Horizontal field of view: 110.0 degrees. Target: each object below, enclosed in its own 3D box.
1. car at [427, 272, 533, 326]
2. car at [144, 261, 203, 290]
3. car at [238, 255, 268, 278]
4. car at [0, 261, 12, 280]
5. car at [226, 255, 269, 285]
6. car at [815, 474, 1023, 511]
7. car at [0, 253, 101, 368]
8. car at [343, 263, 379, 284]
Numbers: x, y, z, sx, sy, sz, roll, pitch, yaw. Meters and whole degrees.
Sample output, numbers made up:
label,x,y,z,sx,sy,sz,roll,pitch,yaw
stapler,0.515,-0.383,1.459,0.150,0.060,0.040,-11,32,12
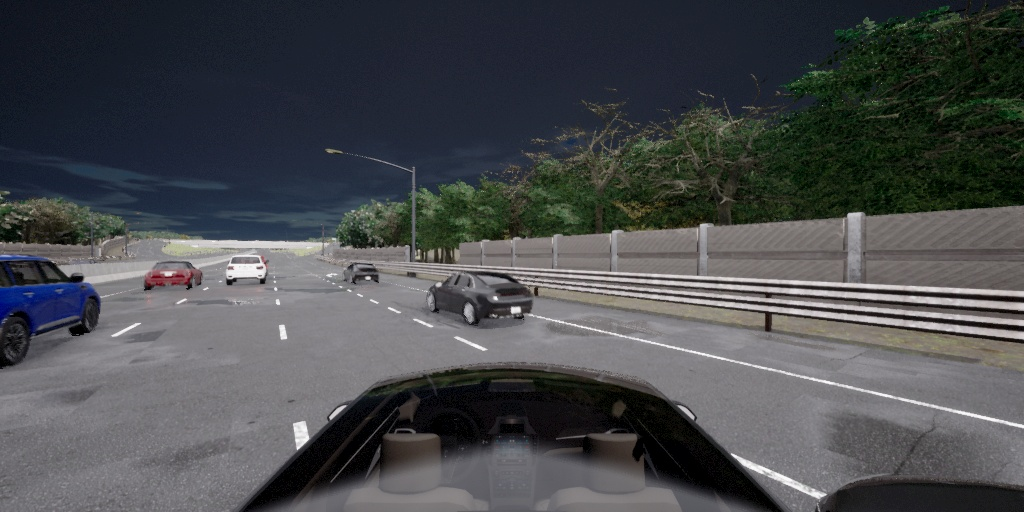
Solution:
label,x,y,z,sx,sy,sz,roll,pitch,yaw
car,-1.252,1.253,11.921,1.837,1.490,4.892,0,0,-34
car,-20.987,1.088,22.415,2.097,1.767,4.553,0,0,-34
car,-25.246,0.946,35.092,2.150,2.045,5.566,0,0,-34
car,-41.508,1.196,27.572,1.882,1.535,5.008,0,0,-34
car,-19.260,0.957,26.135,2.150,2.045,5.566,0,0,-34
car,2.986,1.315,0.375,4.181,1.385,1.994,0,0,34
car,-10.722,0.969,7.181,2.150,2.045,5.566,0,0,-34
car,-11.377,1.246,26.945,1.837,1.490,4.892,0,1,-34
